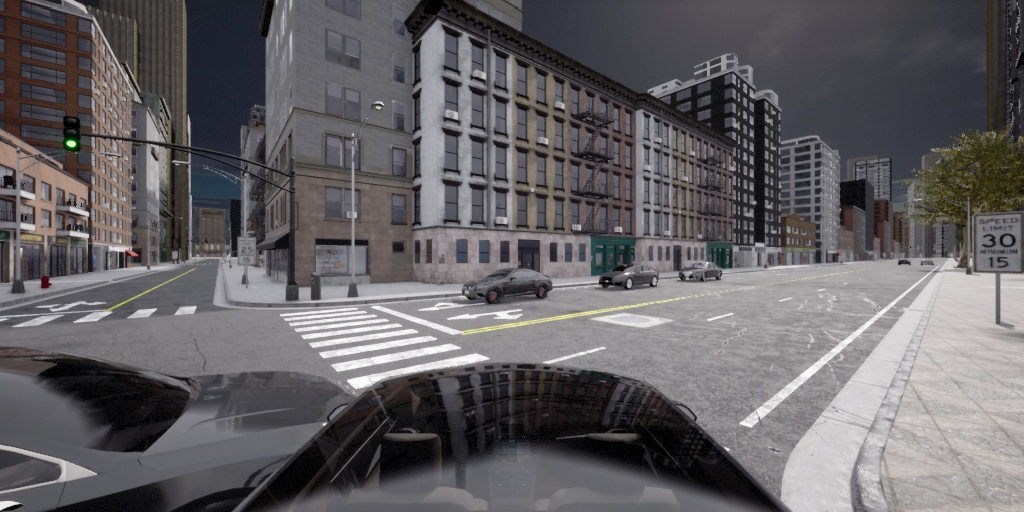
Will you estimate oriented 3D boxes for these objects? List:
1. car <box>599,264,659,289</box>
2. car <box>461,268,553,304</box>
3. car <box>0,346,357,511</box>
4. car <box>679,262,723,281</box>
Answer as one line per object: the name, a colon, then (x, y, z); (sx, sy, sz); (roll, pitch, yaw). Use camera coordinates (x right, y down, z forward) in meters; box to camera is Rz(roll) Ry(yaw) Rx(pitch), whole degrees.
car: (7.556, 1.257, 22.963); (4.892, 1.490, 1.837); (0, 0, -39)
car: (-0.109, 1.286, 16.706); (4.674, 1.442, 1.812); (0, 0, -39)
car: (-3.229, 1.257, 1.721); (4.892, 1.490, 1.837); (0, 0, -35)
car: (15.538, 1.234, 29.467); (4.902, 1.511, 2.128); (0, 0, -39)
